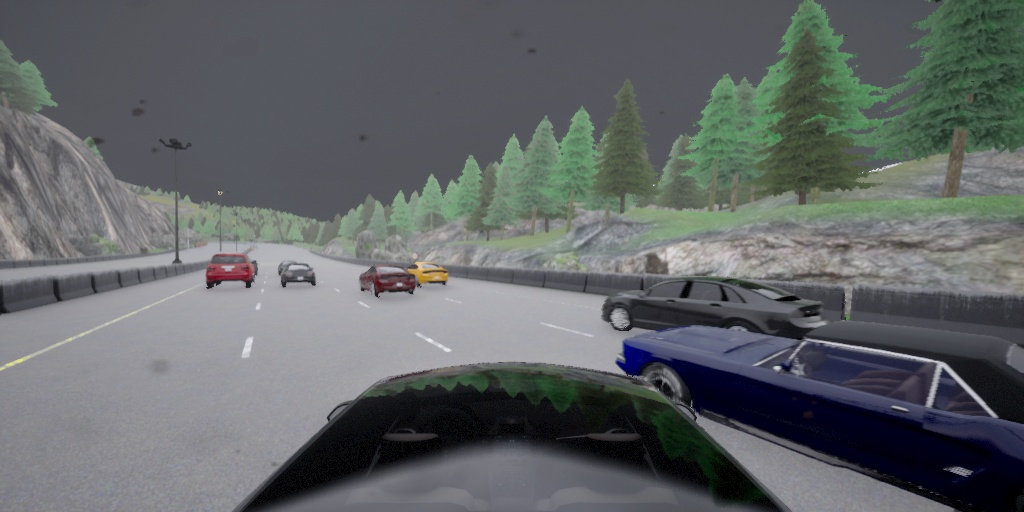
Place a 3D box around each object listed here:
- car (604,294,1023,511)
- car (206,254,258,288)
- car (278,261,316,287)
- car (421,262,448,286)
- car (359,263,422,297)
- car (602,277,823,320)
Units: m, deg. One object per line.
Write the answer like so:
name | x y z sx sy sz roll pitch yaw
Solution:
car | 3.449 1.353 3.694 1.895 1.301 4.718 0 0 -34
car | -17.998 0.891 23.121 2.150 2.045 5.566 0 0 -33
car | -14.155 1.202 23.682 1.812 1.442 4.674 0 0 -34
car | -5.958 1.167 24.024 1.882 1.535 5.008 0 0 -34
car | -6.589 1.178 18.678 1.882 1.535 5.008 0 0 -34
car | 4.373 1.247 8.604 1.837 1.490 4.892 0 0 -34
